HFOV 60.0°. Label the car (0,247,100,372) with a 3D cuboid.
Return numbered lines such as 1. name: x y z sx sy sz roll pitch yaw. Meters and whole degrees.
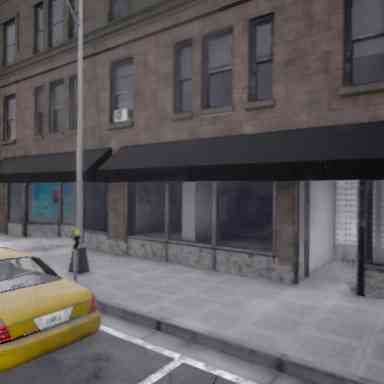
1. car: -3.532 1.453 5.332 4.829 1.417 1.752 1 0 36
